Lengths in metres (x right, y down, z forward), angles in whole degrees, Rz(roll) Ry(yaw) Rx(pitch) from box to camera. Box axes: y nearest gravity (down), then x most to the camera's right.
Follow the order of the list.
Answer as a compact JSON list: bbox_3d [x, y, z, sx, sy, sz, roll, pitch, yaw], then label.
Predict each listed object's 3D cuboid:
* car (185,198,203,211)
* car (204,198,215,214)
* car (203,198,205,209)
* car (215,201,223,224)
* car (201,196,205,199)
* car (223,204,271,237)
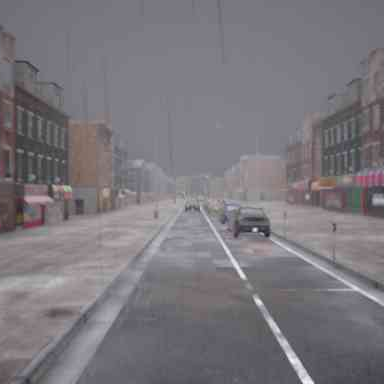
[{"bbox_3d":[0.070,1.810,43.256,1.895,1.301,4.718,0,0,0],"label":"car"},{"bbox_3d":[2.639,1.701,37.900,1.752,1.417,4.829,0,0,0],"label":"car"},{"bbox_3d":[2.639,1.790,43.197,1.802,1.307,4.206,0,0,0],"label":"car"},{"bbox_3d":[3.027,1.630,25.366,1.812,1.442,4.674,0,0,0],"label":"car"},{"bbox_3d":[2.639,1.685,48.664,1.967,1.590,4.097,0,0,0],"label":"car"},{"bbox_3d":[3.023,1.574,18.365,1.837,1.490,4.892,0,0,0],"label":"car"}]
